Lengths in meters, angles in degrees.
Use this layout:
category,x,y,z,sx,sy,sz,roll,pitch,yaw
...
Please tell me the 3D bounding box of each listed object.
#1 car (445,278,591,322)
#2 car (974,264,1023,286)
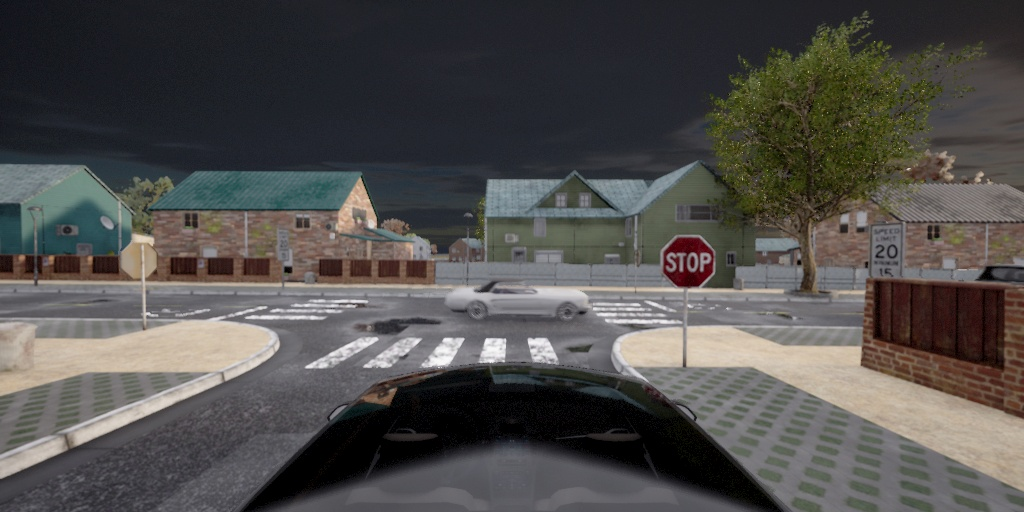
category,x,y,z,sx,sy,sz,roll,pitch,yaw
car,0.228,1.430,12.262,4.718,1.301,1.895,1,1,-1
car,19.727,1.342,12.594,5.566,2.045,2.150,1,1,-1
